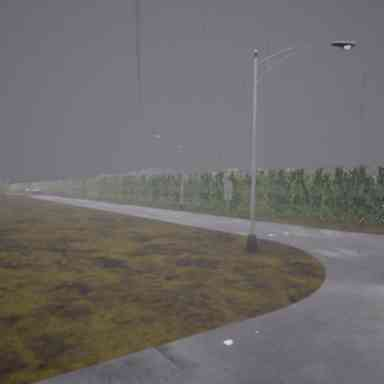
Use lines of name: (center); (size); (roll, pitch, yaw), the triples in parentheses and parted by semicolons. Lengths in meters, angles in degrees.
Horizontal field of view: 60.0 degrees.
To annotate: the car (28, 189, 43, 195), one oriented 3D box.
car: (-38.430, 0.029, 82.444); (1.882, 1.535, 5.008); (1, 0, -35)
